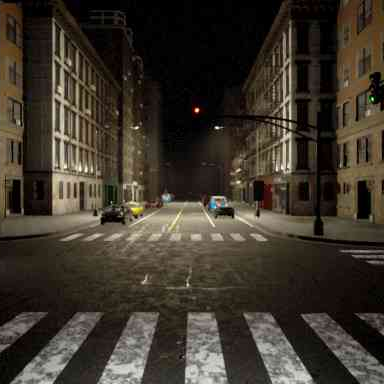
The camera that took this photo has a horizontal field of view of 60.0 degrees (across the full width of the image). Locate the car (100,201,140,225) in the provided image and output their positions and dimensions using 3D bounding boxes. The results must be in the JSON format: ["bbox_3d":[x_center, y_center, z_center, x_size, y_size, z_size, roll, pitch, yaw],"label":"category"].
[{"bbox_3d":[-5.321,1.549,23.893,2.008,1.369,4.403,0,0,0],"label":"car"}]

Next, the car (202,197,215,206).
[{"bbox_3d":[2.809,1.562,56.308,1.947,1.339,4.313,0,0,0],"label":"car"}]

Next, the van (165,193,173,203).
[{"bbox_3d":[-5.236,1.337,67.142,1.690,1.788,3.998,0,0,0],"label":"van"}]

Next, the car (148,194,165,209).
[{"bbox_3d":[-5.279,1.436,45.518,1.967,1.590,4.097,0,0,0],"label":"car"}]

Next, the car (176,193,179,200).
[{"bbox_3d":[-5.194,1.545,88.768,2.008,1.369,4.403,0,0,0],"label":"car"}]

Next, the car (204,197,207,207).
[{"bbox_3d":[2.757,1.579,40.090,1.802,1.307,4.206,0,0,0],"label":"car"}]

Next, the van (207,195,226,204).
[{"bbox_3d":[2.741,1.338,34.684,1.690,1.788,3.998,0,0,0],"label":"van"}]

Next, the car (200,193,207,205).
[{"bbox_3d":[2.792,1.311,50.902,2.192,1.841,5.009,0,0,0],"label":"car"}]

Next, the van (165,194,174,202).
[{"bbox_3d":[-5.215,1.336,77.955,1.690,1.788,3.998,0,0,0],"label":"van"}]

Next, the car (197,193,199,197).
[{"bbox_3d":[2.894,1.540,83.340,1.887,1.381,4.507,0,0,0],"label":"car"}]

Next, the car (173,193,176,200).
[{"bbox_3d":[-5.226,1.310,72.549,2.192,1.841,5.009,0,0,0],"label":"car"}]

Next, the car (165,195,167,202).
[{"bbox_3d":[-5.269,1.521,50.754,1.752,1.417,4.829,0,0,0],"label":"car"}]

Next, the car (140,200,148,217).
[{"bbox_3d":[-5.311,1.523,29.130,1.752,1.417,4.829,0,0,0],"label":"car"}]

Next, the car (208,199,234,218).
[{"bbox_3d":[2.723,1.548,29.277,2.008,1.369,4.403,0,0,0],"label":"car"}]
